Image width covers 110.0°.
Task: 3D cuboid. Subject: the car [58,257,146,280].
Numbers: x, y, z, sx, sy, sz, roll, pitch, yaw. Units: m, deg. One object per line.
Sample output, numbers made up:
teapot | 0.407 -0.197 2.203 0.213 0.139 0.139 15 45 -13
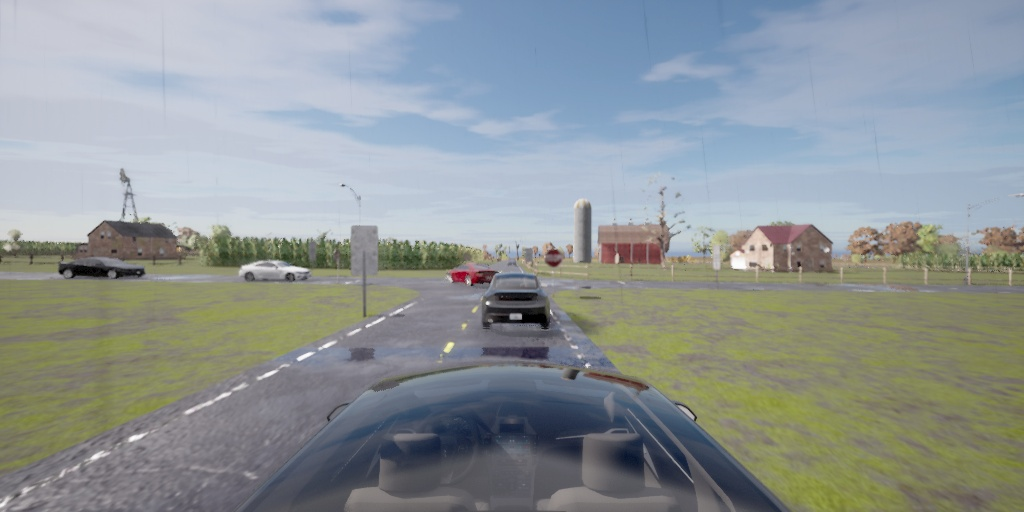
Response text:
car | -29.484 0.845 25.905 5.008 1.535 1.882 2 1 0

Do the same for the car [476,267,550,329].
car | 0.101 1.259 11.308 1.837 1.490 4.892 0 0 0

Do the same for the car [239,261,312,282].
car | -17.069 1.078 25.945 4.674 1.442 1.812 1 1 0

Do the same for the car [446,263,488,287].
car | -2.795 1.232 24.614 1.882 1.535 5.008 1 0 -33
